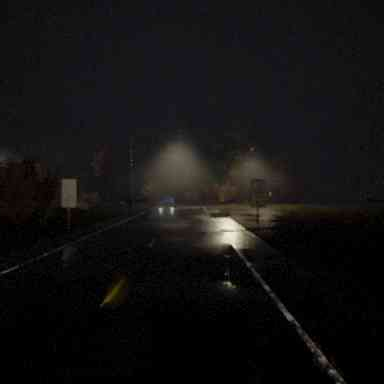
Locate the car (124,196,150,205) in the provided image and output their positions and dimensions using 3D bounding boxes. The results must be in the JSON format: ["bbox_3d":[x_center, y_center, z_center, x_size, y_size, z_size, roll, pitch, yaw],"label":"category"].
[{"bbox_3d":[-9.949,1.525,60.229,4.674,1.442,1.812,0,0,0],"label":"car"}]

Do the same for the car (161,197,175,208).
[{"bbox_3d":[-3.505,1.509,48.957,1.882,1.535,5.008,0,0,0],"label":"car"}]

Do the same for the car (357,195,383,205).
[{"bbox_3d":[32.809,1.384,60.842,4.553,1.767,2.097,0,0,-1],"label":"car"}]
